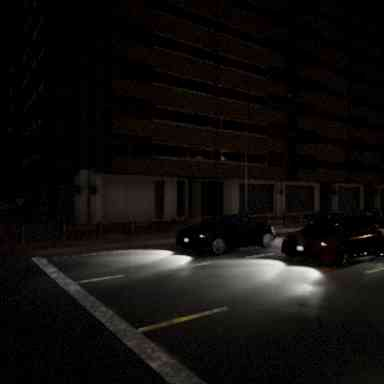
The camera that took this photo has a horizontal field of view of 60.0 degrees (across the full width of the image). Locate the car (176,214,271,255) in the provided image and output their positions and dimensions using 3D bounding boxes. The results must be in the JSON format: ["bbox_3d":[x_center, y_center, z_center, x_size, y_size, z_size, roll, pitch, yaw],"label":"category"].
[{"bbox_3d":[1.430,1.618,13.520,4.181,1.385,1.994,1,0,-35],"label":"car"}]

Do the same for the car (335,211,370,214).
[{"bbox_3d":[8.685,1.724,18.505,4.718,1.301,1.895,1,0,-34],"label":"car"}]

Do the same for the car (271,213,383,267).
[{"bbox_3d":[5.111,1.636,11.819,4.181,1.385,1.994,1,0,-35],"label":"car"}]
